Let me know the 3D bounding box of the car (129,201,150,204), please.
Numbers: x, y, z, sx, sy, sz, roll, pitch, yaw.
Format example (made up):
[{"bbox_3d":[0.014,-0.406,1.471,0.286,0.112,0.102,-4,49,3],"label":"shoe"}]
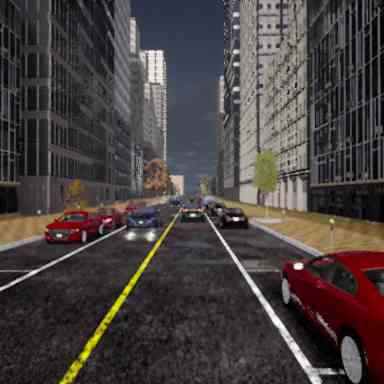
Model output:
[{"bbox_3d":[-5.725,1.715,33.621,1.887,1.381,4.507,0,0,0],"label":"car"}]

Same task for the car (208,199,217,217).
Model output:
[{"bbox_3d":[2.655,1.735,33.622,1.947,1.339,4.313,0,0,0],"label":"car"}]

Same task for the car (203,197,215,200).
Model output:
[{"bbox_3d":[2.643,1.787,45.006,1.947,1.339,4.313,0,0,0],"label":"car"}]

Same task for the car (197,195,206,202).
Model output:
[{"bbox_3d":[2.593,1.714,90.545,2.192,1.841,5.009,0,0,0],"label":"car"}]

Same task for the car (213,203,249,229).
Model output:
[{"bbox_3d":[2.668,1.681,22.238,1.947,1.339,4.313,0,0,0],"label":"car"}]

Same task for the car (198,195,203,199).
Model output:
[{"bbox_3d":[0.013,1.651,44.555,2.033,1.649,4.856,0,0,0],"label":"car"}]

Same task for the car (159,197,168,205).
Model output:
[{"bbox_3d":[-5.763,1.840,67.607,1.752,1.417,4.829,0,0,0],"label":"car"}]

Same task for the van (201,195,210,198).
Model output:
[{"bbox_3d":[2.637,1.587,50.701,1.690,1.788,3.998,0,0,0],"label":"van"}]

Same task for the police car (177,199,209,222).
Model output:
[{"bbox_3d":[0.063,1.645,28.196,2.038,1.542,4.974,0,-1,0],"label":"police car"}]

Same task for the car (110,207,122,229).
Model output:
[{"bbox_3d":[-5.713,1.698,22.236,1.802,1.307,4.206,0,0,0],"label":"car"}]

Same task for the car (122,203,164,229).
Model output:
[{"bbox_3d":[-3.124,1.680,22.347,1.994,1.385,4.181,0,0,0],"label":"car"}]

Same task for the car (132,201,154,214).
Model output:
[{"bbox_3d":[-5.732,1.763,39.314,1.947,1.339,4.313,0,0,0],"label":"car"}]

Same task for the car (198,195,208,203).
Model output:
[{"bbox_3d":[2.606,1.673,79.161,2.192,1.841,5.009,0,0,0],"label":"car"}]

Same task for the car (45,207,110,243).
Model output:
[{"bbox_3d":[-5.706,1.633,16.543,1.887,1.381,4.507,0,0,0],"label":"car"}]

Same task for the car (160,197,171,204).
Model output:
[{"bbox_3d":[-5.770,1.888,73.470,2.008,1.369,4.403,0,0,0],"label":"car"}]

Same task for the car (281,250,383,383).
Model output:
[{"bbox_3d":[2.687,1.573,5.162,1.887,1.381,4.507,0,0,0],"label":"car"}]

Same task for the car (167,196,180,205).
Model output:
[{"bbox_3d":[-3.092,1.900,63.689,1.895,1.301,4.718,0,0,1],"label":"car"}]
